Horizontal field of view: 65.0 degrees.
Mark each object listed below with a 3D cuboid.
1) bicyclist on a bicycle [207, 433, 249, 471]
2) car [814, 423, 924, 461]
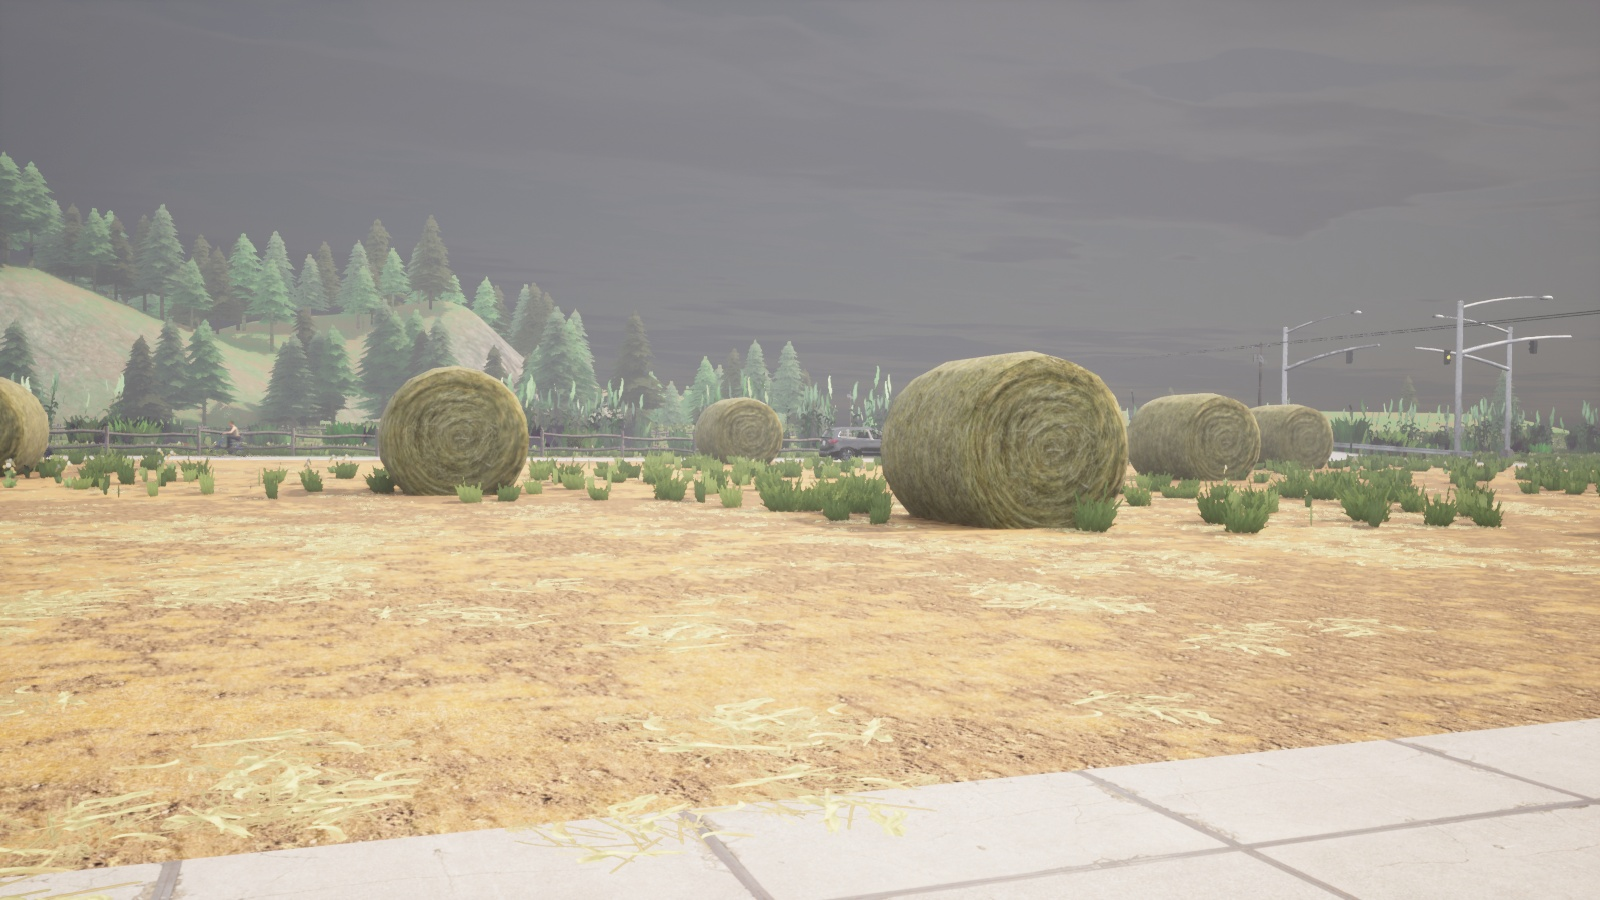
[{"bbox_3d":[-24.535,0.064,53.870,1.509,1.612,0.866,-1,1,-17],"label":"bicyclist on a bicycle"},{"bbox_3d":[3.201,-0.400,58.616,4.611,1.667,2.242,-1,1,-17],"label":"car"}]
